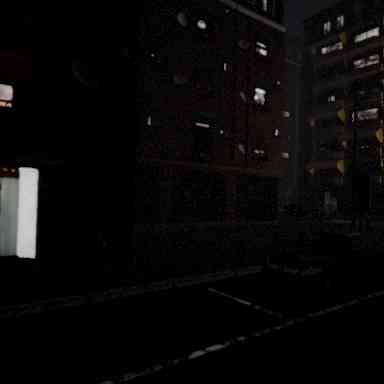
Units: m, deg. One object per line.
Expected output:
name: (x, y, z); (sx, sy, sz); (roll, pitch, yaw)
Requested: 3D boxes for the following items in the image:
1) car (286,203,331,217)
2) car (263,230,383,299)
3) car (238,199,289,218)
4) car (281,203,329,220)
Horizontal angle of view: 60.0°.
car: (13.657, 2.133, 39.279); (1.752, 1.417, 4.829); (2, -1, -35)
car: (3.715, 1.688, 8.719); (4.206, 1.307, 1.802); (1, 1, -35)
car: (7.332, 1.654, 34.594); (2.192, 1.841, 5.009); (2, -1, -35)
car: (11.161, 1.891, 33.429); (1.882, 1.535, 5.008); (2, -2, -35)
